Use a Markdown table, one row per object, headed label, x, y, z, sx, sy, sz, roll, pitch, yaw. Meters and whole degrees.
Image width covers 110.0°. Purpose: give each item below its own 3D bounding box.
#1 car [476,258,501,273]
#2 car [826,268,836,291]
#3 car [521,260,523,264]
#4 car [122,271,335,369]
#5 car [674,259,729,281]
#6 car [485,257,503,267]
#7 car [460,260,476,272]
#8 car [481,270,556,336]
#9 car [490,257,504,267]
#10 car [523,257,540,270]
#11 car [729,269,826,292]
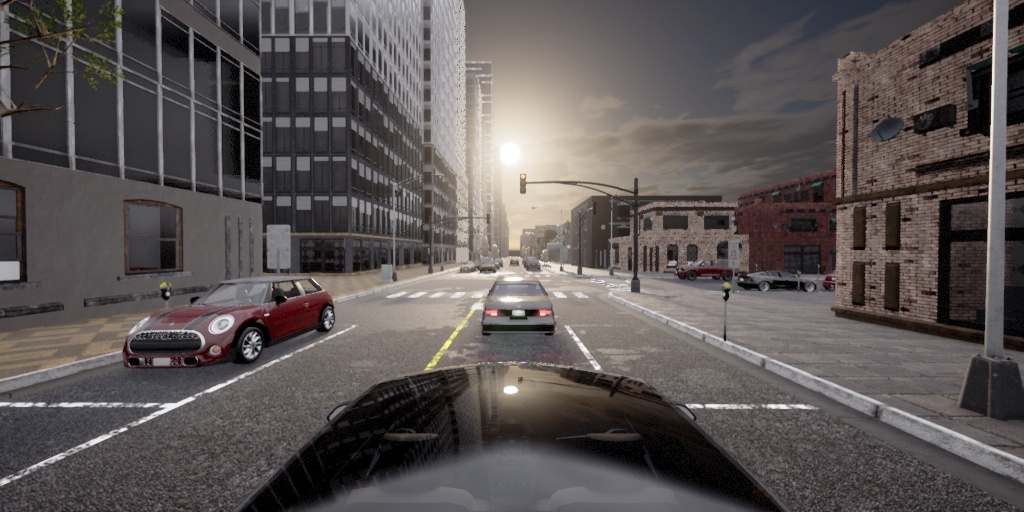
| label | x | y | z | sx | sy | sz | roll | pitch | yaw |
| --- | --- | --- | --- | --- | --- | --- | --- | --- | --- |
| car | -2.834 | 1.278 | 43.590 | 2.033 | 1.411 | 5.357 | 0 | 0 | 0 |
| car | 22.087 | 1.468 | 22.427 | 4.097 | 1.591 | 1.967 | 0 | 0 | 1 |
| car | 3.070 | 1.038 | 62.568 | 2.192 | 1.841 | 5.009 | 0 | 0 | 0 |
| car | -5.656 | 1.187 | 7.797 | 1.967 | 1.591 | 4.097 | 0 | 0 | 0 |
| car | 16.699 | 1.157 | 30.911 | 5.009 | 1.841 | 2.192 | 0 | 0 | 1 |
| car | -2.773 | 1.274 | 53.733 | 2.033 | 1.411 | 5.357 | 0 | 0 | 0 |
| car | -5.555 | 1.255 | 45.575 | 1.751 | 1.417 | 4.829 | 0 | 0 | 0 |
| car | 0.153 | 1.293 | 10.363 | 2.033 | 1.411 | 5.357 | 0 | 0 | 0 |
| car | -2.665 | 1.075 | 63.953 | 2.097 | 1.767 | 4.553 | 0 | 0 | 1 |
| car | 2.999 | 1.167 | 51.280 | 1.967 | 1.591 | 4.097 | 0 | 0 | 0 |
| car | 16.540 | 1.541 | 22.533 | 4.313 | 1.339 | 1.948 | 0 | 0 | 1 |
